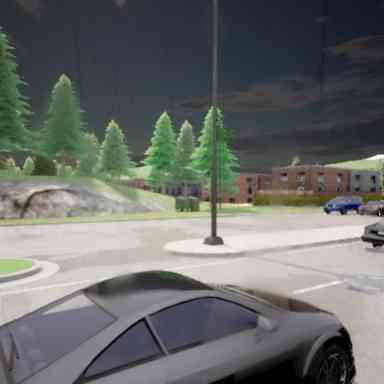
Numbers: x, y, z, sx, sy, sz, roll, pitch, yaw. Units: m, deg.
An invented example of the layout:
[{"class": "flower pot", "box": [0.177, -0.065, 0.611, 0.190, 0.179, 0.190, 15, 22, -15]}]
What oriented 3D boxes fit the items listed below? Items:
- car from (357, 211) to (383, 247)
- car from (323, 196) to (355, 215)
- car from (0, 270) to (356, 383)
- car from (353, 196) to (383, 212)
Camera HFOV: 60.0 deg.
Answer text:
[{"class": "car", "box": [9.507, 1.675, 14.414, 5.357, 1.411, 2.033, 1, 0, -34]}, {"class": "car", "box": [17.417, 1.499, 38.002, 5.566, 2.045, 2.150, 1, 0, -34]}, {"class": "car", "box": [-0.143, 1.576, 3.494, 4.181, 1.385, 1.994, 1, 0, -36]}, {"class": "car", "box": [19.588, 1.635, 35.244, 4.553, 1.767, 2.097, 0, 0, -34]}]
